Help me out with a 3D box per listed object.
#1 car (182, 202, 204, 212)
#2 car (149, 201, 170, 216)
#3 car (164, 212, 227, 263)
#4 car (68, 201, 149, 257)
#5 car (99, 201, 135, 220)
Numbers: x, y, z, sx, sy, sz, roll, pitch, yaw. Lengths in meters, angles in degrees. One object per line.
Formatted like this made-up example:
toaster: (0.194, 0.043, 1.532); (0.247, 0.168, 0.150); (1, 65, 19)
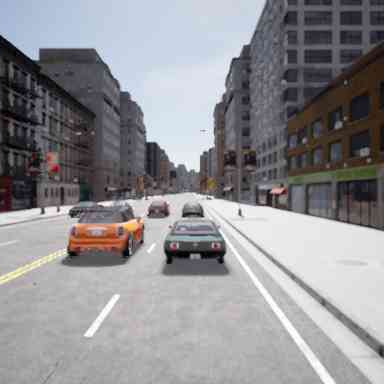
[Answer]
car: (0.091, 1.596, 31.296); (1.994, 1.385, 4.181); (0, 0, 0)
car: (-3.173, 1.559, 32.470); (1.812, 1.442, 4.674); (0, 0, 0)
car: (0.096, 1.613, 12.018); (1.895, 1.301, 4.718); (0, 0, 0)
car: (-3.154, 1.365, 13.136); (2.097, 1.767, 4.553); (0, 0, 0)
car: (-6.588, 1.579, 30.034); (2.033, 1.411, 5.357); (0, 0, 0)
